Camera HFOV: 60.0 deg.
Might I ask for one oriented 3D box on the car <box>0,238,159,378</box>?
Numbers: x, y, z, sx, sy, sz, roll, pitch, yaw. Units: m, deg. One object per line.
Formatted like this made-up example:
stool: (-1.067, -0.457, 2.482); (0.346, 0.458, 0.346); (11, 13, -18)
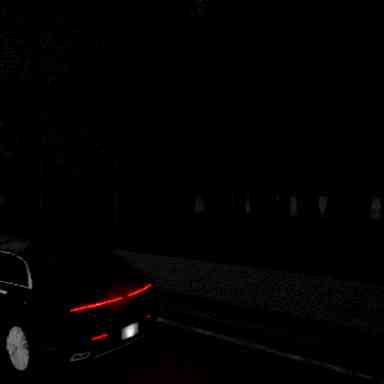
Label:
car: (-2.765, 1.562, 5.655); (4.892, 1.490, 1.837); (-1, -1, 35)
